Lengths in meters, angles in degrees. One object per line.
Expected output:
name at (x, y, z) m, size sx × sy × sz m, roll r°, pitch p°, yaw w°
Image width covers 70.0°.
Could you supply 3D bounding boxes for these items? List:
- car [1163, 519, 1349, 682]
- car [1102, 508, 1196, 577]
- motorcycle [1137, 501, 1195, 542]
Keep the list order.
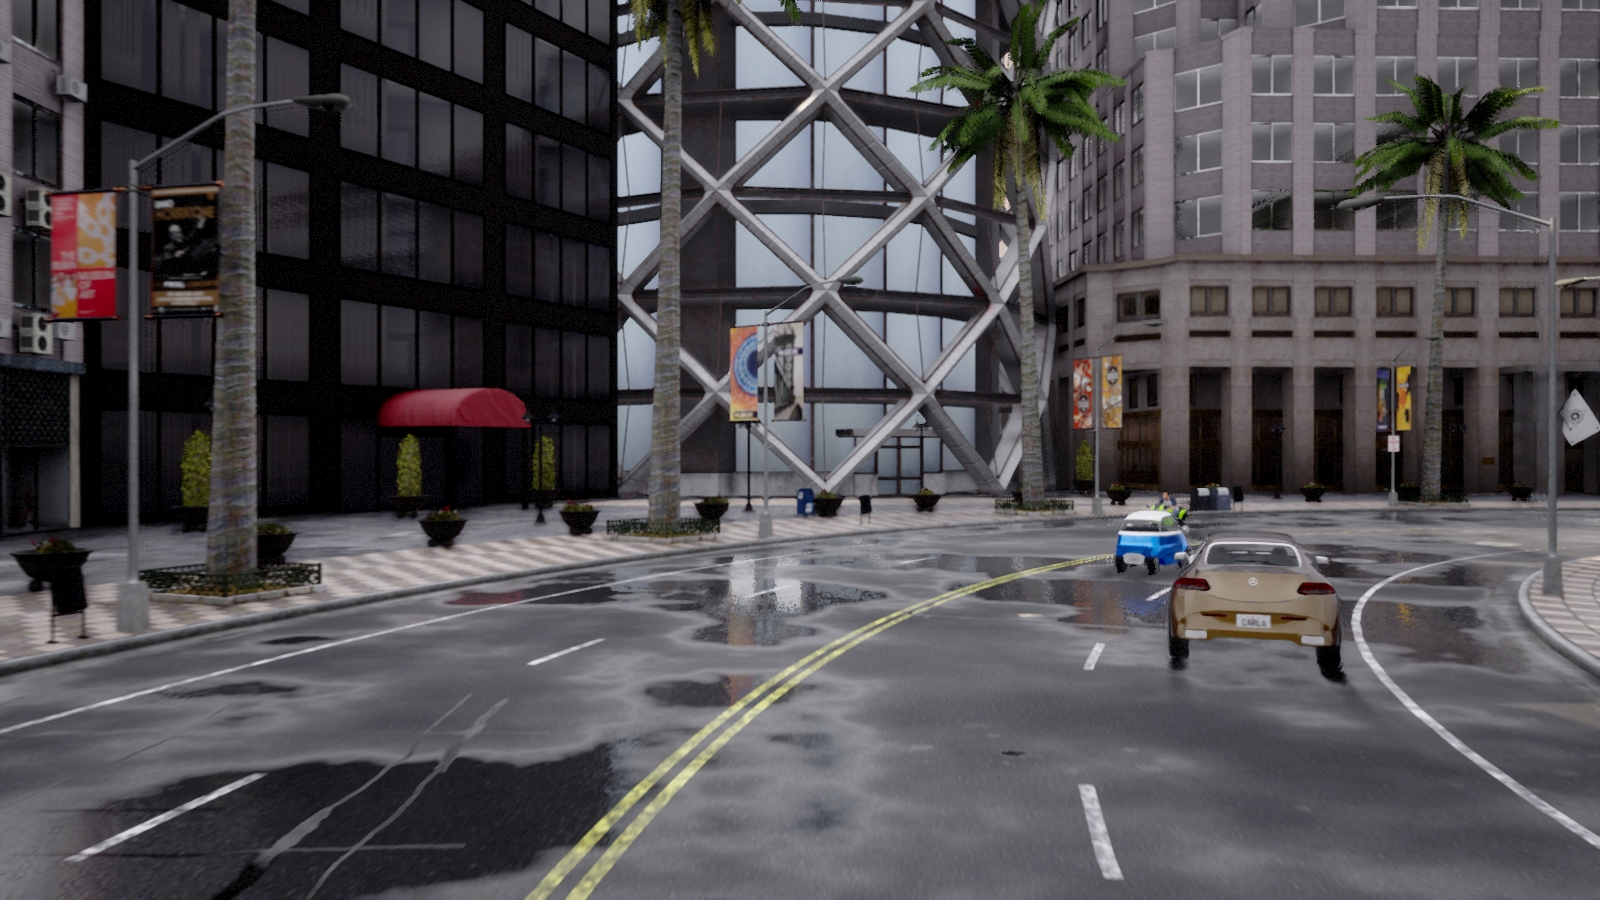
car at (6.549, 1.993, 16.612) m, size 2.152 × 1.651 × 5.027 m, roll 0°, pitch 0°, yaw 21°
car at (8.148, 2.122, 26.642) m, size 1.481 × 1.376 × 2.207 m, roll 0°, pitch 0°, yaw 35°
motorcycle at (11.434, 2.215, 35.684) m, size 2.033 × 1.145 × 0.803 m, roll 0°, pitch 1°, yaw -42°
